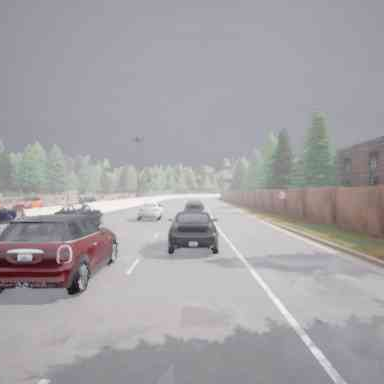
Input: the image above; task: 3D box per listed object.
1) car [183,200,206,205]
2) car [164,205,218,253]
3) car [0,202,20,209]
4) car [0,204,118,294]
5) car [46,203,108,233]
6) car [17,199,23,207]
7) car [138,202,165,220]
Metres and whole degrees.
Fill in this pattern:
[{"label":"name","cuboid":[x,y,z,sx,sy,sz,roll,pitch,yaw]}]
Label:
[{"label":"car","cuboid":[0.244,1.540,31.751,1.837,1.490,4.892,0,0,1]},{"label":"car","cuboid":[0.034,1.520,13.724,1.837,1.490,4.892,0,0,0]},{"label":"car","cuboid":[-14.126,1.626,22.734,1.895,1.301,4.718,0,0,1]},{"label":"car","cuboid":[-3.436,1.362,8.937,2.097,1.767,4.553,0,0,0]},{"label":"car","cuboid":[-6.949,1.514,20.762,2.128,1.511,4.902,0,0,0]},{"label":"car","cuboid":[-20.666,1.397,42.252,2.097,1.767,4.553,0,0,2]},{"label":"car","cuboid":[-3.350,1.556,27.923,1.812,1.442,4.674,0,0,1]}]
